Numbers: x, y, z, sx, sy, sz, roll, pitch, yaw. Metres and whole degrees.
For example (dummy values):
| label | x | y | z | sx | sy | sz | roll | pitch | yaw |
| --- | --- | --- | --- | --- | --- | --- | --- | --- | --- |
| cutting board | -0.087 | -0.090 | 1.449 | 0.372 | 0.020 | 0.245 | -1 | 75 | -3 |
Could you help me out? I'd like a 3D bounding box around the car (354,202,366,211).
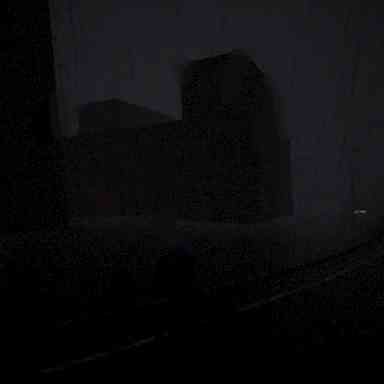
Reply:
| label | x | y | z | sx | sy | sz | roll | pitch | yaw |
| --- | --- | --- | --- | --- | --- | --- | --- | --- | --- |
| car | 30.629 | 2.613 | 60.924 | 2.128 | 1.511 | 4.902 | -3 | -2 | 23 |
